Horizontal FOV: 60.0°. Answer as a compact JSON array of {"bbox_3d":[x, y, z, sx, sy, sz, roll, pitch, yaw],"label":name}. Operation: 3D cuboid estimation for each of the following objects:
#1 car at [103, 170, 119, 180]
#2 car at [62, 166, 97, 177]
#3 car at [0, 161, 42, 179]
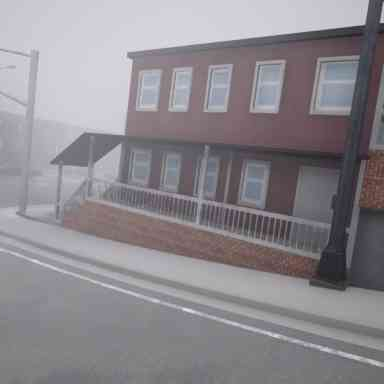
[{"bbox_3d":[-9.165,-2.147,44.084,2.033,1.411,5.357,11,6,35],"label":"car"},{"bbox_3d":[-14.477,-2.725,42.614,1.837,1.490,4.892,11,6,35],"label":"car"},{"bbox_3d":[-17.497,-2.154,32.502,2.033,1.411,5.357,11,6,37],"label":"car"}]
